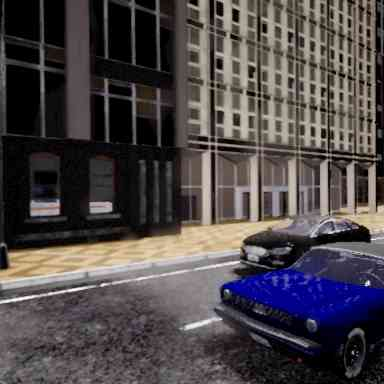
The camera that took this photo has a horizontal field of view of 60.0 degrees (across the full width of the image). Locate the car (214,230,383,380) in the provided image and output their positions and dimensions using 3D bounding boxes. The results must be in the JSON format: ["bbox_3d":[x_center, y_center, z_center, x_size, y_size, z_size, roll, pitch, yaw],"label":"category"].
[{"bbox_3d":[2.675,1.596,5.592,4.718,1.301,1.895,0,0,-36],"label":"car"}]

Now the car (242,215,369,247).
[{"bbox_3d":[3.618,1.483,10.263,4.902,1.511,2.128,0,0,-36],"label":"car"}]
